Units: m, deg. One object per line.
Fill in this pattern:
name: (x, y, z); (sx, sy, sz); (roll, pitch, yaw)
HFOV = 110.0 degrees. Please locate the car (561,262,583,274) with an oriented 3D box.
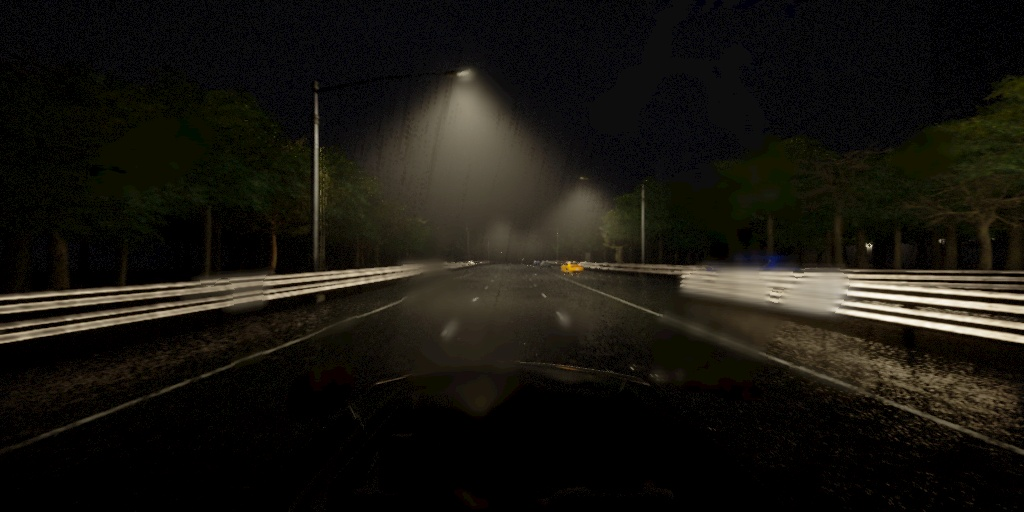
car: (7.851, 1.531, 46.920); (1.882, 1.535, 5.008); (0, 0, -6)

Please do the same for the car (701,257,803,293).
car: (14.478, 1.108, 21.982); (2.150, 2.045, 5.566); (0, -1, -20)
